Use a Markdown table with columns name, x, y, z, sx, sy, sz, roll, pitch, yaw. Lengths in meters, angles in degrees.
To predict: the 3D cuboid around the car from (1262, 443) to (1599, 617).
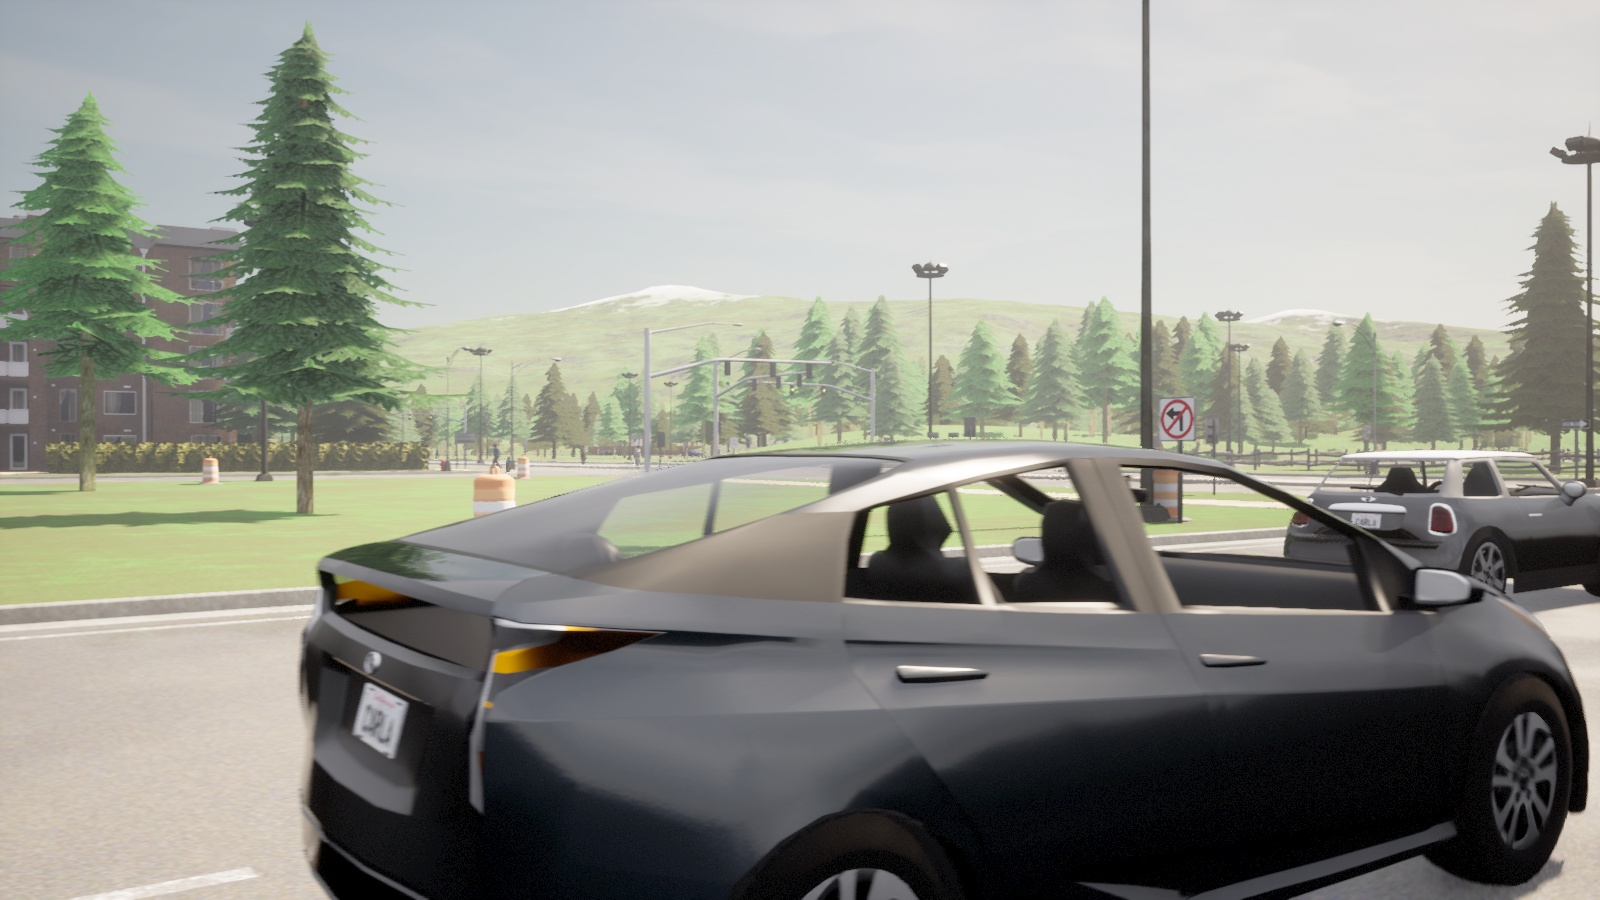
| name | x | y | z | sx | sy | sz | roll | pitch | yaw |
| --- | --- | --- | --- | --- | --- | --- | --- | --- | --- |
| car | 6.645 | 0.672 | 12.549 | 3.806 | 1.475 | 1.970 | 0 | 0 | -35 |

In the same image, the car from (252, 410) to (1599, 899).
| name | x | y | z | sx | sy | sz | roll | pitch | yaw |
| --- | --- | --- | --- | --- | --- | --- | --- | --- | --- |
| car | 0.794 | 0.688 | 4.212 | 4.514 | 1.525 | 2.007 | 0 | 0 | -35 |
